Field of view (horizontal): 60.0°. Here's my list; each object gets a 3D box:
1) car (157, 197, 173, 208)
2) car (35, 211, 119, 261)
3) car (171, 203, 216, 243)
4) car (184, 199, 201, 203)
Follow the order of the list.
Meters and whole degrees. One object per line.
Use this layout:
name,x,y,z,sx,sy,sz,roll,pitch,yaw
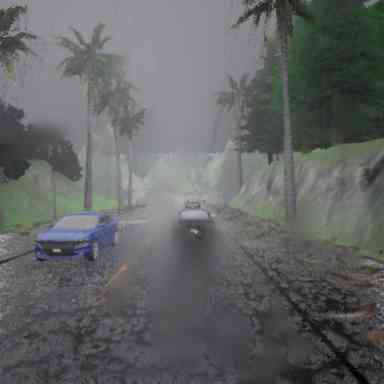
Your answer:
car,-4.023,1.515,50.493,2.097,1.767,4.553,0,0,1
car,-4.093,1.519,12.588,1.882,1.535,5.008,0,0,0
car,0.109,1.530,16.522,1.882,1.535,5.008,0,0,0
car,0.114,1.625,41.671,2.128,1.511,4.902,0,0,0
